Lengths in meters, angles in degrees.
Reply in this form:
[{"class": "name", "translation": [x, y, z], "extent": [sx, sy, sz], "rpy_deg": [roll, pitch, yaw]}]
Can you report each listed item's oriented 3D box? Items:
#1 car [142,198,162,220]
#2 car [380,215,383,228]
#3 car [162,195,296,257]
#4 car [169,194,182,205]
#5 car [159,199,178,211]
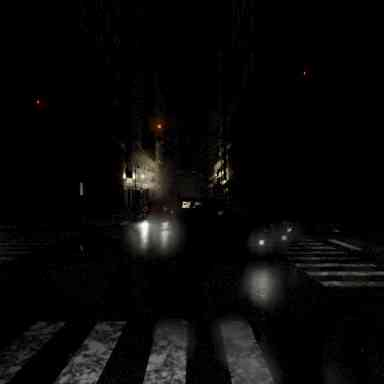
[{"class": "car", "translation": [-2.866, 1.345, 27.652], "extent": [2.097, 1.767, 4.553], "rpy_deg": [0, 0, 0]}, {"class": "car", "translation": [12.339, 1.282, 16.815], "extent": [5.009, 1.841, 2.192], "rpy_deg": [0, 0, 0]}, {"class": "car", "translation": [1.368, 1.218, 13.449], "extent": [2.150, 2.045, 5.566], "rpy_deg": [-1, 1, -40]}, {"class": "car", "translation": [-2.834, 1.317, 57.887], "extent": [2.097, 1.767, 4.553], "rpy_deg": [0, 0, 1]}, {"class": "car", "translation": [-2.872, 1.547, 41.562], "extent": [1.994, 1.385, 4.181], "rpy_deg": [0, 0, 0]}]
